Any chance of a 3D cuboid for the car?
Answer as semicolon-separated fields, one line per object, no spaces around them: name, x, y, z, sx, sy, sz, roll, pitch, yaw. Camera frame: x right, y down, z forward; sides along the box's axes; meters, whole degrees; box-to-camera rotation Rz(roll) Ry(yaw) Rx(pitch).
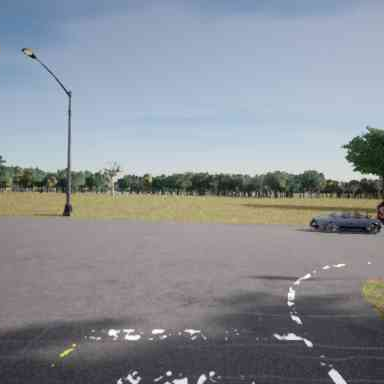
car;10.038;1.963;21.889;4.181;1.385;1.994;2;1;0
